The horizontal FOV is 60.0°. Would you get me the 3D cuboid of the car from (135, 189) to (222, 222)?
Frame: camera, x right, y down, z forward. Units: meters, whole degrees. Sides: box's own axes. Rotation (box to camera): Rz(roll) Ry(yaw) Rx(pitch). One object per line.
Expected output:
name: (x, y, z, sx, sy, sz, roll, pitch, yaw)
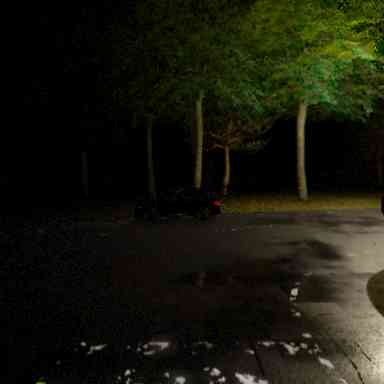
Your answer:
car: (-0.876, 0.865, 21.609, 5.566, 2.045, 2.150, -1, 3, -1)
